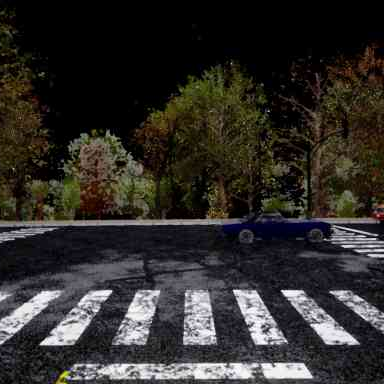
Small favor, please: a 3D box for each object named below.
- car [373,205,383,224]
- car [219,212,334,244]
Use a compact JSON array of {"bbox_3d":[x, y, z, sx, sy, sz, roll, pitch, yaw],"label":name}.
[{"bbox_3d":[14.631,1.127,21.171,5.566,2.045,2.150,-1,-1,1],"label":"car"},{"bbox_3d":[3.605,1.529,14.625,4.718,1.301,1.895,-1,-1,1],"label":"car"}]
